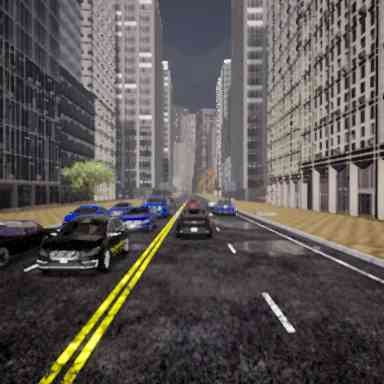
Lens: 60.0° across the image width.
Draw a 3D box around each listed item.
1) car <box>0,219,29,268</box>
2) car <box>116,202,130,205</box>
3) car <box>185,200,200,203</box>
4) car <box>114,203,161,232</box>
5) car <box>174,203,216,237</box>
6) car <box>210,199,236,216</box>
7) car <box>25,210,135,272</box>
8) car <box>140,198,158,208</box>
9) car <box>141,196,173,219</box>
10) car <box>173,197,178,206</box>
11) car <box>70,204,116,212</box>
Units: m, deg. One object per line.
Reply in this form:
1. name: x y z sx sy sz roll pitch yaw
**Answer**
1. car: -6.572 1.656 11.592 1.895 1.301 4.718 0 0 0
2. car: -6.485 1.677 31.368 1.812 1.442 4.674 0 0 0
3. car: 0.104 1.740 44.881 1.812 1.442 4.674 0 0 0
4. car: -3.263 1.628 20.884 1.812 1.442 4.674 0 0 0
5. car: 0.111 1.596 18.599 1.837 1.490 4.892 0 0 0
6. car: 3.369 1.526 35.499 2.097 1.767 4.553 0 0 0
7. car: -3.328 1.559 11.063 1.837 1.490 4.892 0 0 0
8. car: -6.476 1.582 50.189 2.033 1.411 5.357 0 0 0
9. car: -3.235 1.374 31.337 2.150 2.045 5.566 0 0 0
10. car: -3.225 1.543 50.187 1.837 1.490 4.892 0 0 0
11. car: -6.508 1.580 21.098 1.882 1.535 5.008 0 0 0
